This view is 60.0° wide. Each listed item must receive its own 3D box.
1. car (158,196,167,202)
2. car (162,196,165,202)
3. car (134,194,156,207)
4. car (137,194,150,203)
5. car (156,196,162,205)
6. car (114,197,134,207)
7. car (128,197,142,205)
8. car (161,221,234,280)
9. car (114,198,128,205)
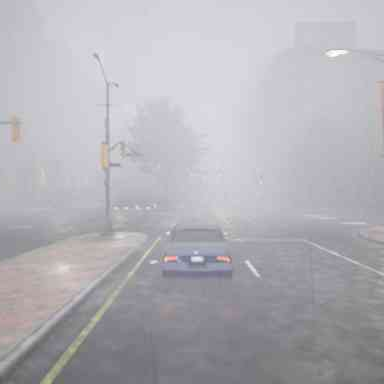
[{"bbox_3d":[-7.484,1.796,84.079,1.882,1.535,5.008,0,0,0],"label":"car"},{"bbox_3d":[-7.547,1.805,73.984,2.128,1.511,4.902,0,0,0],"label":"car"},{"bbox_3d":[-7.743,1.562,55.435,2.097,1.767,4.553,0,0,1],"label":"car"},{"bbox_3d":[-11.033,1.513,76.134,2.150,2.045,5.566,0,0,0],"label":"car"},{"bbox_3d":[-7.636,1.595,64.209,2.097,1.767,4.553,0,0,1],"label":"car"},{"bbox_3d":[-11.241,1.561,55.269,2.097,1.767,4.553,0,0,1],"label":"car"},{"bbox_3d":[-11.107,1.752,65.446,1.837,1.490,4.892,0,0,1],"label":"car"},{"bbox_3d":[0.143,1.586,10.077,2.033,1.411,5.357,0,0,1],"label":"car"},{"bbox_3d":[-14.338,1.849,67.195,1.895,1.301,4.718,0,0,0],"label":"car"}]
